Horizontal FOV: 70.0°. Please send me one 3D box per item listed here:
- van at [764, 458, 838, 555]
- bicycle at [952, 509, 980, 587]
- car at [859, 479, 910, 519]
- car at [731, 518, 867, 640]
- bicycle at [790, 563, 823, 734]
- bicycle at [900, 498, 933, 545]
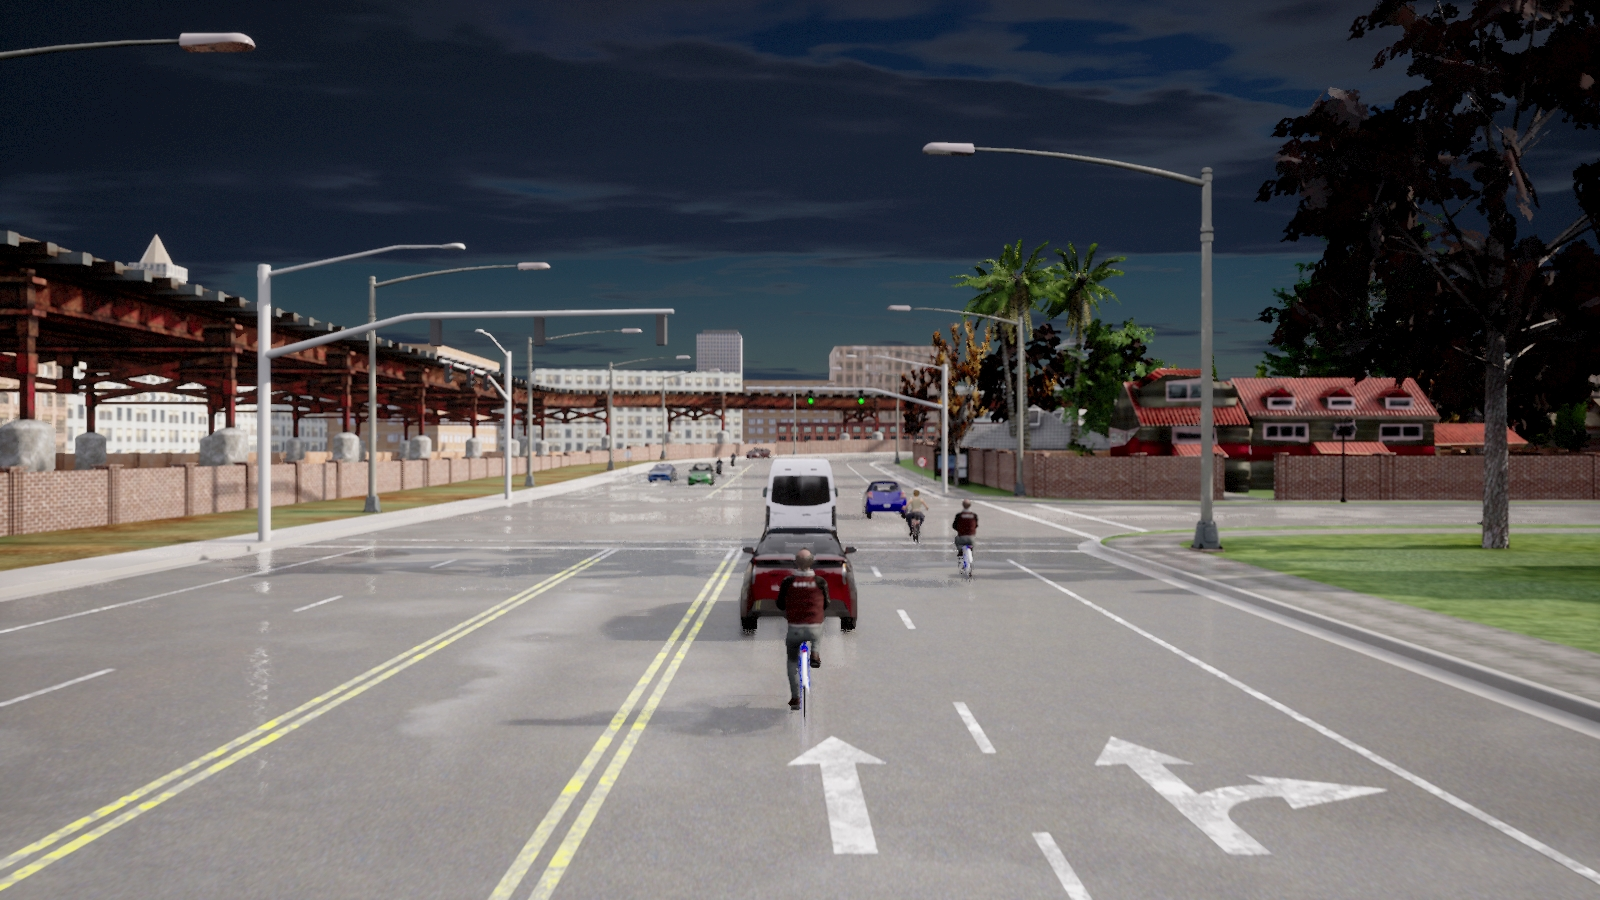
[{"bbox_3d":[0.024,1.531,33.584,1.988,2.561,5.915,0,0,0],"label":"van"},{"bbox_3d":[3.518,2.045,24.328,0.329,1.496,1.835,0,0,0],"label":"bicycle"},{"bbox_3d":[3.498,2.018,47.850,1.845,1.501,3.633,0,0,0],"label":"car"},{"bbox_3d":[-0.014,2.038,19.098,2.007,1.525,4.514,0,0,0],"label":"car"},{"bbox_3d":[0.057,2.047,12.188,0.329,1.496,1.835,0,0,0],"label":"bicycle"},{"bbox_3d":[3.492,2.142,34.450,0.859,1.301,1.487,0,0,1],"label":"bicycle"}]
